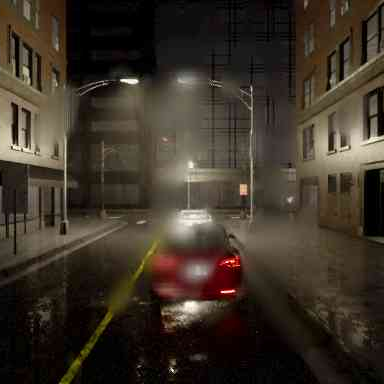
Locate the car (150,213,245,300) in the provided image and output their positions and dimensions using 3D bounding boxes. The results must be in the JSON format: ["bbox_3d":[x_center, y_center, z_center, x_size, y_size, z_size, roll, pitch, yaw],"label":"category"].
[{"bbox_3d":[0.107,1.504,8.448,2.163,1.488,4.792,0,0,0],"label":"car"}]

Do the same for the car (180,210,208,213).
[{"bbox_3d":[0.096,1.603,17.464,1.895,1.301,4.718,0,0,0],"label":"car"}]
